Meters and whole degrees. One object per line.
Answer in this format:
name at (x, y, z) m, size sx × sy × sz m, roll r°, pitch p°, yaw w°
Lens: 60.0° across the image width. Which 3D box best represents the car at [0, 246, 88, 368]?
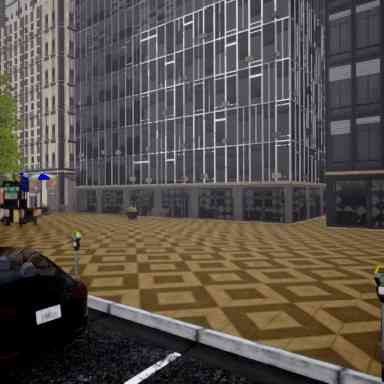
car at (-3.482, 1.566, 5.371) m, size 4.313 × 1.339 × 1.947 m, roll 0°, pitch 0°, yaw 36°
